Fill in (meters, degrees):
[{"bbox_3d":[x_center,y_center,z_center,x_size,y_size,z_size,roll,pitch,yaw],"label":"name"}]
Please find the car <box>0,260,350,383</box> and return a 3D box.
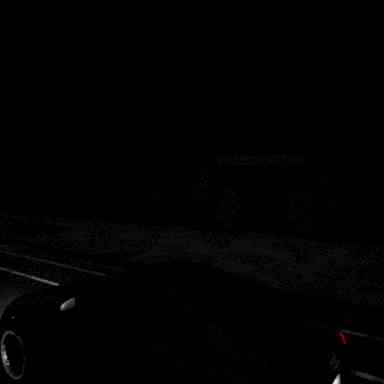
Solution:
[{"bbox_3d":[-0.465,1.539,3.895,4.181,1.385,1.994,1,0,36],"label":"car"}]
